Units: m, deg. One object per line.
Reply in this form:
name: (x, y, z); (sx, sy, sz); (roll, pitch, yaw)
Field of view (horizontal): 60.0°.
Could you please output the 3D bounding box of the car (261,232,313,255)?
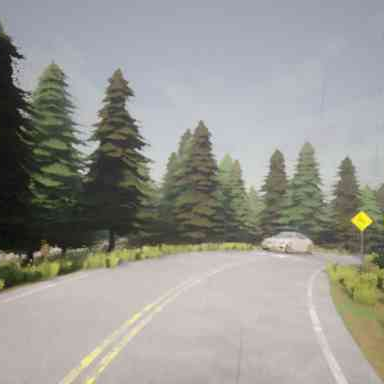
car: (6.609, 3.448, 22.747); (4.674, 1.442, 1.812); (11, -9, -43)
